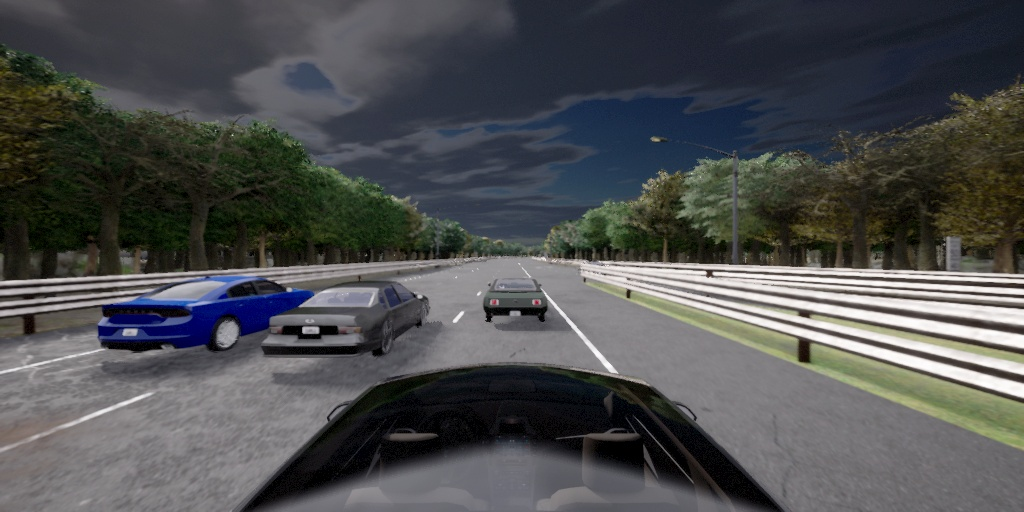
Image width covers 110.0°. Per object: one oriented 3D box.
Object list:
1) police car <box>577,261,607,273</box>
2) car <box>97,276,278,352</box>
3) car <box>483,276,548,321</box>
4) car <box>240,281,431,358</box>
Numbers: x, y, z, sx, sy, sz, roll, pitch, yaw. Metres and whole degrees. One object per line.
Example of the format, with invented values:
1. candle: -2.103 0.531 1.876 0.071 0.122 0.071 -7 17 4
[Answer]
1. police car: 9.065 1.322 41.317 2.038 1.542 4.974 0 0 -11
2. car: -6.902 1.230 8.953 1.882 1.535 5.008 0 0 0
3. car: 0.100 1.354 12.453 1.895 1.301 4.718 0 0 0
4. car: -3.398 1.299 8.551 2.033 1.411 5.357 0 0 0
